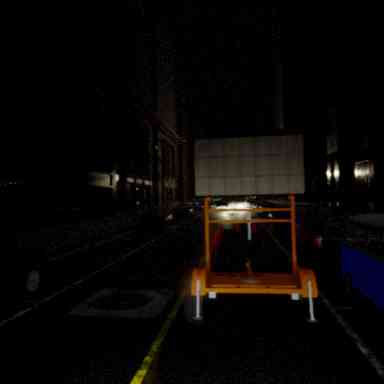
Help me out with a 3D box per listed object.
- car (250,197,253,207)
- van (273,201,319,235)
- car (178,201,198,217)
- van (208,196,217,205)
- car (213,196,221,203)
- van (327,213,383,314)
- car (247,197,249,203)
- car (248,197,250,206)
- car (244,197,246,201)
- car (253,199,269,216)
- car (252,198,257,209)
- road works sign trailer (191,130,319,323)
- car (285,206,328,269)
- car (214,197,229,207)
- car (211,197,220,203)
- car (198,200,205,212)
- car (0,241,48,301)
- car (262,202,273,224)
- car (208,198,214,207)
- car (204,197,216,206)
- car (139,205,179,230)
[{"bbox_3d":[9.099,1.710,44.481,1.887,1.381,4.507,-1,0,8],"label":"car"},{"bbox_3d":[5.257,1.366,16.624,1.690,1.788,3.998,-1,0,8],"label":"van"},{"bbox_3d":[-0.880,1.869,34.495,2.008,1.369,4.403,-1,0,8],"label":"car"},{"bbox_3d":[4.493,1.833,73.500,1.690,1.788,3.998,-1,0,8],"label":"van"},{"bbox_3d":[6.797,1.998,90.214,1.967,1.590,4.097,-1,0,8],"label":"car"},{"bbox_3d":[3.720,1.305,5.480,1.690,1.788,3.998,-1,0,8],"label":"van"},{"bbox_3d":[10.636,1.761,55.626,1.887,1.381,4.507,-1,0,8],"label":"car"},{"bbox_3d":[9.868,1.736,50.054,1.887,1.381,4.507,-1,0,8],"label":"car"},{"bbox_3d":[13.707,1.852,77.914,1.887,1.381,4.507,-1,0,8],"label":"car"},{"bbox_3d":[7.564,1.663,33.338,2.008,1.369,4.403,-1,0,8],"label":"car"},{"bbox_3d":[8.332,1.684,38.910,1.887,1.381,4.507,-1,0,8],"label":"car"},{"bbox_3d":[1.248,0.502,7.299,2.380,3.560,2.880,-1,-1,8],"label":"road works sign trailer"},{"bbox_3d":[4.490,1.435,11.051,1.967,1.590,4.097,-1,0,8],"label":"car"},{"bbox_3d":[5.196,1.923,57.724,1.994,1.385,4.181,-1,0,8],"label":"car"},{"bbox_3d":[6.031,2.102,84.642,1.947,1.339,4.313,-1,0,8],"label":"car"},{"bbox_3d":[0.632,1.897,45.471,1.752,1.417,4.829,-1,0,8],"label":"car"},{"bbox_3d":[-4.721,1.715,6.637,1.887,1.381,4.507,-1,0,8],"label":"car"},{"bbox_3d":[6.027,1.605,22.194,2.008,1.369,4.403,-1,0,8],"label":"car"},{"bbox_3d":[2.192,2.005,56.783,1.802,1.307,4.206,-1,0,8],"label":"car"},{"bbox_3d":[3.726,1.909,67.927,1.967,1.590,4.097,-1,0,8],"label":"car"},{"bbox_3d":[-2.416,1.806,23.353,1.887,1.381,4.507,-1,0,8],"label":"car"}]
